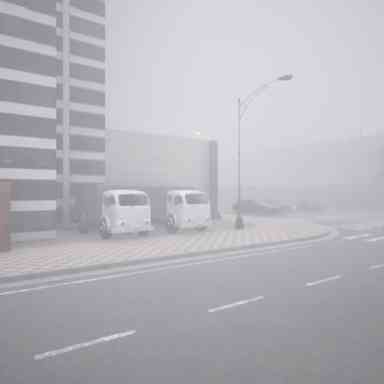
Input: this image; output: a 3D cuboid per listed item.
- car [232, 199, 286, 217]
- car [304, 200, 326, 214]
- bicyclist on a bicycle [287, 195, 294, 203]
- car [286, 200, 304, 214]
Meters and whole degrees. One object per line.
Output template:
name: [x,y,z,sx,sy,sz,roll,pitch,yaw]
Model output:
car: [5.906,1.416,30.910,1.882,1.535,5.008,0,0,-36]
car: [11.608,1.537,35.365,1.895,1.301,4.718,0,0,-36]
bicyclist on a bicycle: [13.380,1.235,45.327,1.656,1.620,0.582,0,0,-36]
car: [8.286,1.428,33.595,2.128,1.511,4.902,0,0,-36]
